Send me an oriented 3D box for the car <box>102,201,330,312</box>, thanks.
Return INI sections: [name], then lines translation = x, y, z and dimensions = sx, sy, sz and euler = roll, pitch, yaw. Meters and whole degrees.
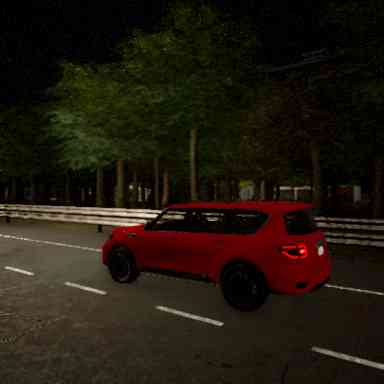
[car]
translation = 0.294, 1.227, 7.960
dimensions = 5.566, 2.045, 2.150
euler = 0, 0, 36
